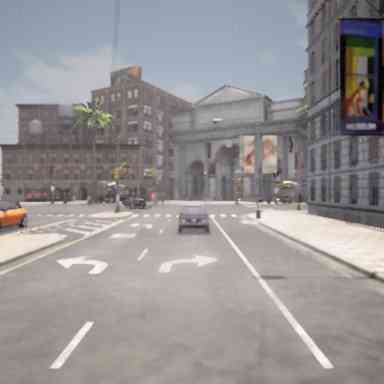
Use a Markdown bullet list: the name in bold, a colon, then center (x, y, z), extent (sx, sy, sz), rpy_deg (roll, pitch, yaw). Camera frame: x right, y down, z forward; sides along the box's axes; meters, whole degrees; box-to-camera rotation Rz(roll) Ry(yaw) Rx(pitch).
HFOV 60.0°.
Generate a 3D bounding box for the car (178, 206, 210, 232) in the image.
- **car**: center (0.097, 1.538, 20.017), extent (2.033, 1.411, 5.357), rpy_deg (0, 0, 0)

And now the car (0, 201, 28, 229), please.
- **car**: center (-11.533, 1.343, 19.323), extent (2.097, 1.767, 4.553), rpy_deg (0, 0, 0)

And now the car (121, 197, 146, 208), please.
- **car**: center (-8.181, 1.482, 46.442), extent (1.837, 1.490, 4.892), rpy_deg (2, -1, -38)
